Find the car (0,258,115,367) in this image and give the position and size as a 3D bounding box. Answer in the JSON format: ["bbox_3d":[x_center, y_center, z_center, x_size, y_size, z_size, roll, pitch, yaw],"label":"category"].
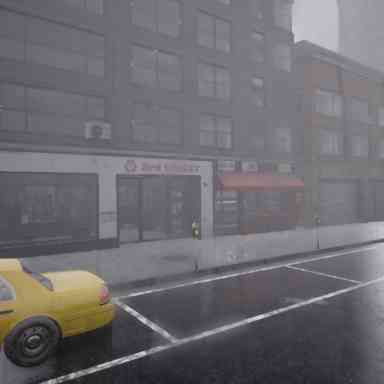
[{"bbox_3d":[-3.456,1.525,4.197,4.829,1.417,1.752,0,-1,-35],"label":"car"}]
